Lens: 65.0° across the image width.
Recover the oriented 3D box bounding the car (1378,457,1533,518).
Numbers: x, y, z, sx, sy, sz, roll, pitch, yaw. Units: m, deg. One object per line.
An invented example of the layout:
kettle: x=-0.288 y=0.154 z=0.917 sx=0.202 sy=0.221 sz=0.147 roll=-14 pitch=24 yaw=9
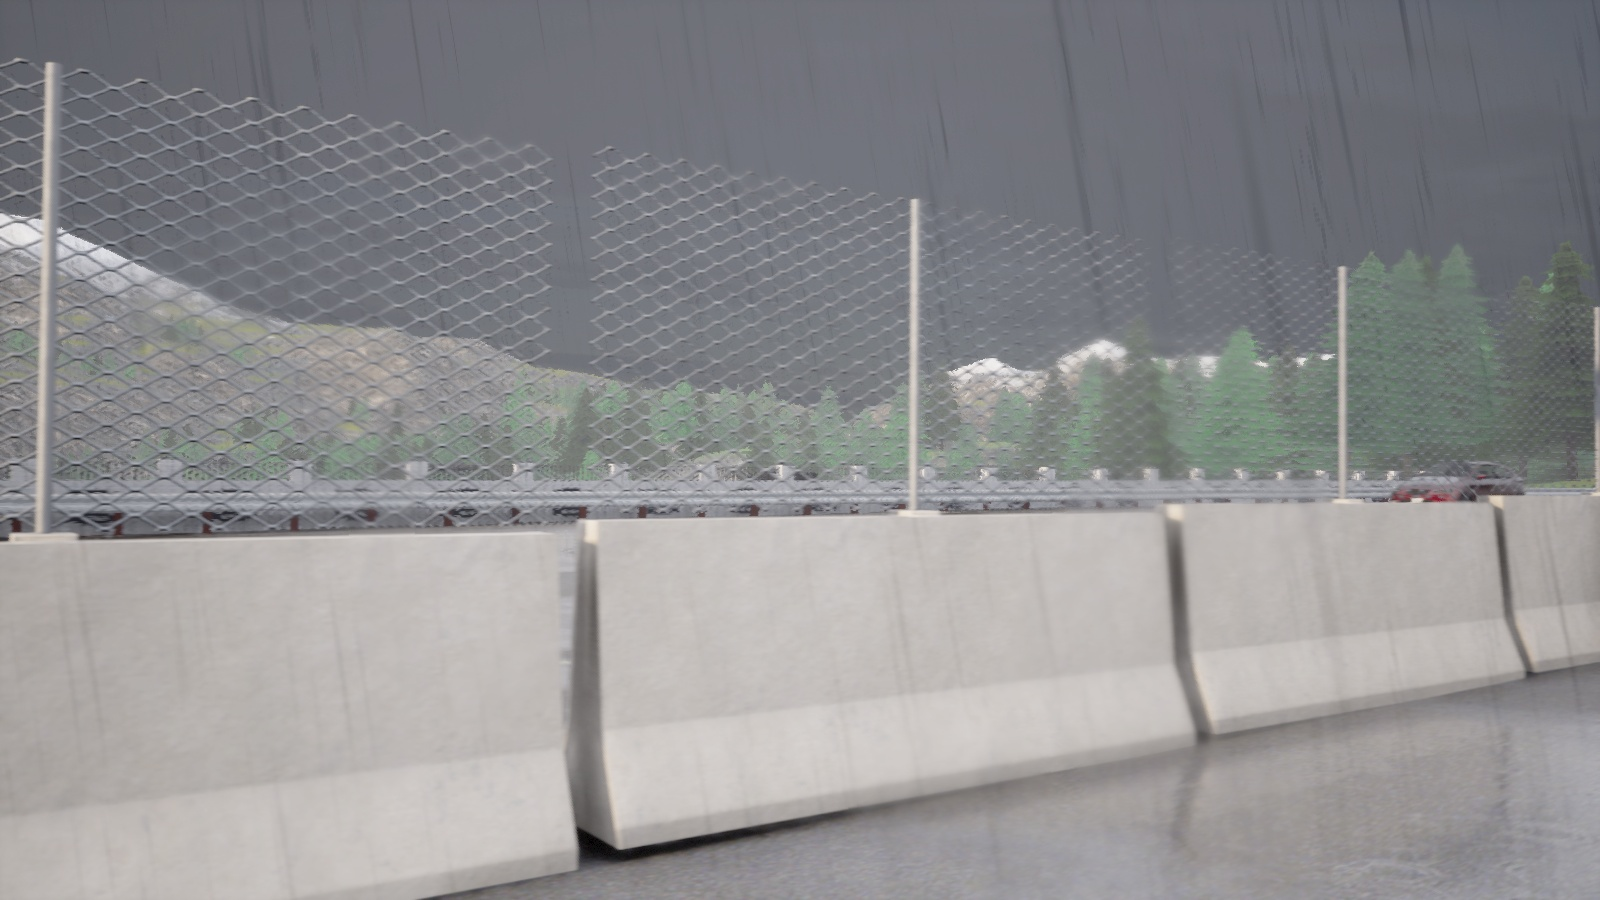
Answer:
car: x=17.022 y=0.940 z=32.563 sx=4.193 sy=1.474 sz=1.816 roll=1 pitch=-1 yaw=-35
